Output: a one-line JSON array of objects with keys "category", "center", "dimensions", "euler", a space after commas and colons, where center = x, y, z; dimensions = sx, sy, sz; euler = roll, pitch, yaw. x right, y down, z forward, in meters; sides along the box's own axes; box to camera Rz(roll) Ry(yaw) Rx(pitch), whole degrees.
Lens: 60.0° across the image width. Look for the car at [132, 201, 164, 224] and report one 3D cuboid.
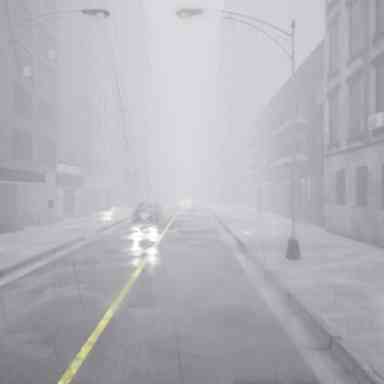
[{"category": "car", "center": [-3.112, 1.404, 24.063], "dimensions": [2.128, 1.511, 4.902], "euler": [0, 0, 0]}]
